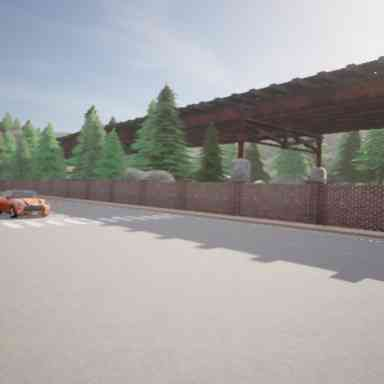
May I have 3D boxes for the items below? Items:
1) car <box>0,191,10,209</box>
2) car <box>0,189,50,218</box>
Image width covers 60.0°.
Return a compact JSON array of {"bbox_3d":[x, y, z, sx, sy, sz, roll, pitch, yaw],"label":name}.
[{"bbox_3d":[-16.970,0.589,27.748,1.994,1.385,4.181,0,2,-44],"label":"car"},{"bbox_3d":[-10.970,0.645,21.572,2.097,1.767,4.553,0,2,-44],"label":"car"}]
